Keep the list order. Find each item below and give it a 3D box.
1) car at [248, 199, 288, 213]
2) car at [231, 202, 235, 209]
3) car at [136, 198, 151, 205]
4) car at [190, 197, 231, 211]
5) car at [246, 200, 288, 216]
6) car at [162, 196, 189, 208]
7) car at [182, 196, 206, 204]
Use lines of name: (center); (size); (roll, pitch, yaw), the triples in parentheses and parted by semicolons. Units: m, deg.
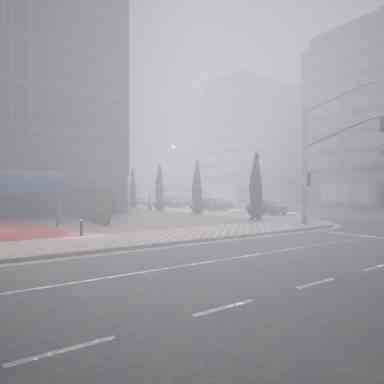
car: (8.604, 1.564, 37.981); (1.994, 1.385, 4.181); (0, 0, -35)
car: (3.798, 1.564, 44.873); (1.994, 1.385, 4.181); (0, 0, -35)
car: (-8.885, 1.601, 57.008); (1.895, 1.301, 4.718); (0, 0, -34)
car: (2.210, 1.505, 41.029); (1.837, 1.490, 4.892); (0, 0, -35)
car: (7.457, 1.526, 33.507); (1.812, 1.442, 4.674); (0, 0, -37)
car: (-2.959, 1.352, 48.452); (2.097, 1.767, 4.553); (0, 0, -35)
car: (0.351, 1.477, 62.393); (1.882, 1.535, 5.008); (0, 0, -35)
